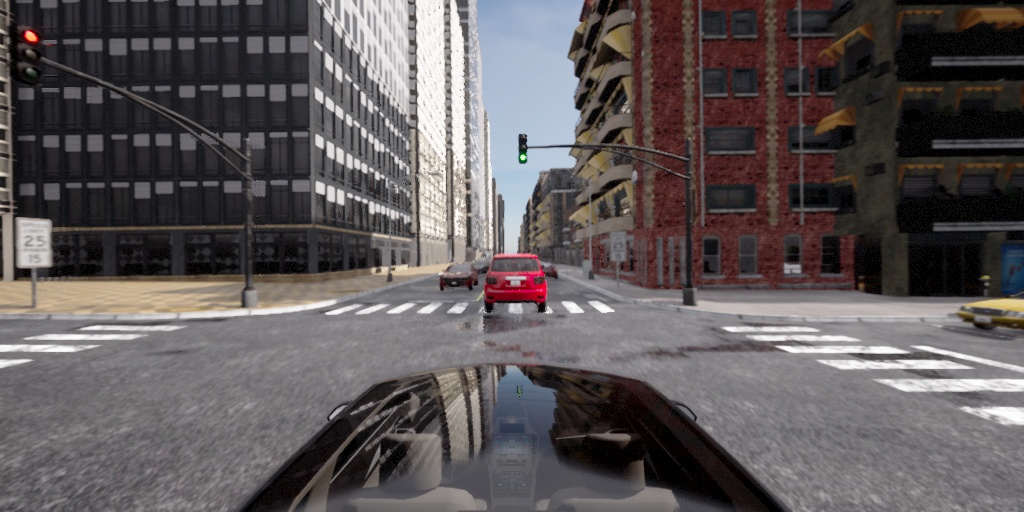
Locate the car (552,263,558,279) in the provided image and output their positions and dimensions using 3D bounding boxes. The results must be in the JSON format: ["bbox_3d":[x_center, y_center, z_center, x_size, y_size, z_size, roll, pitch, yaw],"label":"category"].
[{"bbox_3d":[2.728,1.164,29.018,1.802,1.307,4.207,0,0,0],"label":"car"}]

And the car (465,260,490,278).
[{"bbox_3d":[-3.119,1.149,33.655,1.837,1.490,4.892,-1,0,0],"label":"car"}]

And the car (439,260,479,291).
[{"bbox_3d":[-3.118,1.168,21.808,1.882,1.535,5.008,-1,0,0],"label":"car"}]

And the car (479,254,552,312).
[{"bbox_3d":[0.104,0.918,14.242,2.150,2.045,5.566,0,1,0],"label":"car"}]

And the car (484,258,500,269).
[{"bbox_3d":[-3.044,1.056,54.576,2.128,1.511,4.902,-1,0,0],"label":"car"}]

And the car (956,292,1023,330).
[{"bbox_3d":[14.628,1.331,9.326,4.829,1.417,1.751,0,0,-1],"label":"car"}]
